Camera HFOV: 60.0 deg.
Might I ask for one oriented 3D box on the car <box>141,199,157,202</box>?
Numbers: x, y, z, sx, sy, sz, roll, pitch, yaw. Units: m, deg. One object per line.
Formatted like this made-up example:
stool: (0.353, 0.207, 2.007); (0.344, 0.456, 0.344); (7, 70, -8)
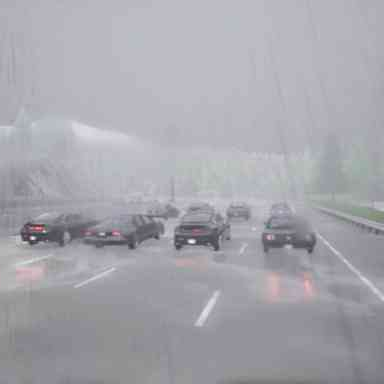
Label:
car: (-8.438, 2.142, 69.886); (2.033, 1.411, 5.357); (-1, 0, 8)

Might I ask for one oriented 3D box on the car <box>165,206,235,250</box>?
car: (0.580, 1.602, 14.888); (1.837, 1.490, 4.892); (-1, 0, 14)

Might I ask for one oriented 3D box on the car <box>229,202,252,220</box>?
car: (4.190, 1.635, 29.436); (2.128, 1.511, 4.902); (-1, 0, 14)

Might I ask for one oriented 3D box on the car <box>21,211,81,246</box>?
car: (-6.212, 1.713, 16.577); (1.837, 1.490, 4.892); (-1, 0, 14)

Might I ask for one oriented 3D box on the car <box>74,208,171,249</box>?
car: (-2.898, 1.696, 15.418); (2.033, 1.411, 5.357); (-1, 0, 14)

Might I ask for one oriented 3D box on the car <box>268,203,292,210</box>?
car: (7.508, 1.634, 28.290); (2.033, 1.411, 5.357); (-1, 0, 14)

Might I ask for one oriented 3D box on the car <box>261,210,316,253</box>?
car: (3.925, 1.640, 13.846); (1.895, 1.301, 4.718); (-1, 0, 14)

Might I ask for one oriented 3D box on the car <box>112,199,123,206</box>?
car: (-15.431, 2.259, 70.369); (1.994, 1.385, 4.181); (-1, 0, 8)

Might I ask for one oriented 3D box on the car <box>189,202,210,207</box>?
car: (0.796, 1.705, 30.288); (1.837, 1.490, 4.892); (-1, 0, 14)

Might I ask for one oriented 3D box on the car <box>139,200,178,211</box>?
car: (-2.682, 1.799, 30.819); (2.033, 1.411, 5.357); (-1, 0, 14)

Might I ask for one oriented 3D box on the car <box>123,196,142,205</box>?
car: (-11.941, 1.881, 70.100); (2.150, 2.045, 5.566); (-1, 0, 8)
